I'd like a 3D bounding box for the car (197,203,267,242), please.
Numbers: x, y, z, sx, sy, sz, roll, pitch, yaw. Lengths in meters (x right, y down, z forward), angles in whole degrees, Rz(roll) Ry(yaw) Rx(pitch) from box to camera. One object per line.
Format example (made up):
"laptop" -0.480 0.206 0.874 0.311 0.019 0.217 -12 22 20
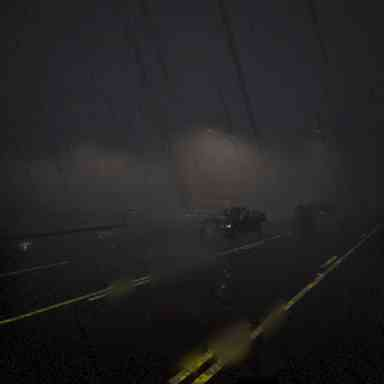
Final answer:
"car" 2.185 1.491 16.685 2.128 1.511 4.902 0 0 34

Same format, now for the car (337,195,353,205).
"car" 25.786 1.345 57.323 2.097 1.767 4.553 0 0 35

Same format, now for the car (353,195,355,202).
"car" 32.588 1.436 67.160 1.812 1.442 4.674 0 0 34

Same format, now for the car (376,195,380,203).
"car" 36.162 1.422 66.186 2.128 1.511 4.902 0 1 34

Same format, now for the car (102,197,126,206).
"car" -12.906 1.561 54.711 4.181 1.385 1.994 0 0 34

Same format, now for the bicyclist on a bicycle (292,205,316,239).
"bicyclist on a bicycle" 5.417 1.455 16.182 0.582 1.620 1.656 0 -2 -23

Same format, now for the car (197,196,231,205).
"car" 2.885 1.352 43.837 4.553 1.767 2.097 0 0 35

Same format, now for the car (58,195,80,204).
"car" -22.792 1.492 61.421 4.902 1.511 2.128 0 0 34

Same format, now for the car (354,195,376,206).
"car" 29.230 1.499 56.153 1.837 1.490 4.892 0 0 35

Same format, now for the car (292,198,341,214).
"car" 12.897 1.601 35.016 4.718 1.301 1.895 0 0 -25
